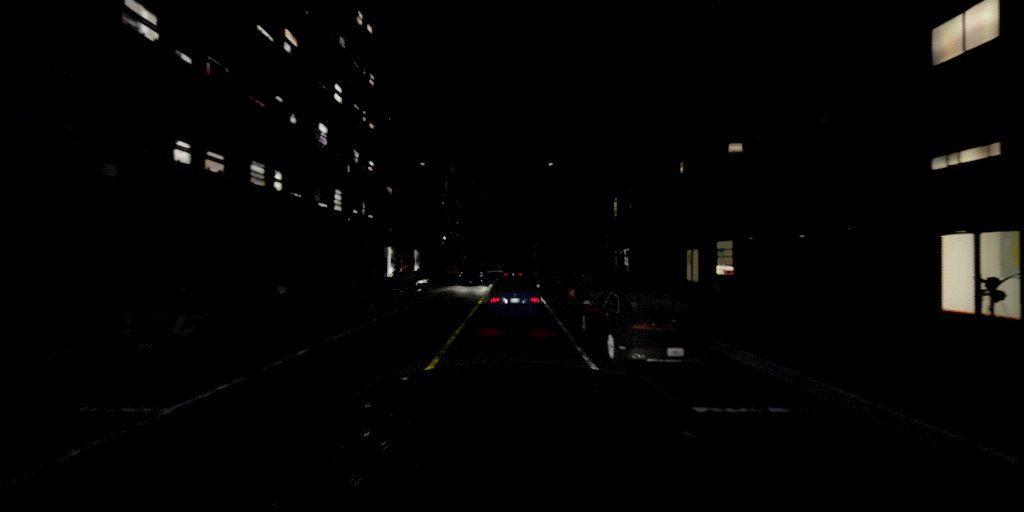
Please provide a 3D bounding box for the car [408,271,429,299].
[{"bbox_3d":[-5.690,1.494,19.463,2.007,1.370,4.403,0,0,0],"label":"car"}]

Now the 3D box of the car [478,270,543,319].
[{"bbox_3d":[0.093,1.424,13.395,2.033,1.411,5.357,0,-1,0],"label":"car"}]

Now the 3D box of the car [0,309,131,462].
[{"bbox_3d":[-5.690,1.339,2.375,1.802,1.307,4.207,0,0,0],"label":"car"}]

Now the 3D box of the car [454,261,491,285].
[{"bbox_3d":[-3.099,1.405,29.106,2.097,1.767,4.553,0,-1,0],"label":"car"}]

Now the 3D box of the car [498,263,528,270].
[{"bbox_3d":[0.099,1.631,31.829,2.033,1.411,5.357,0,-1,0],"label":"car"}]

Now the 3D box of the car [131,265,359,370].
[{"bbox_3d":[-5.690,1.133,8.071,2.192,1.841,5.009,0,0,0],"label":"car"}]

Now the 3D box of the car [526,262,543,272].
[{"bbox_3d":[2.690,1.754,42.248,2.007,1.370,4.403,0,0,0],"label":"car"}]

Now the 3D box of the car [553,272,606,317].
[{"bbox_3d":[2.691,1.320,13.766,1.967,1.591,4.097,0,0,0],"label":"car"}]

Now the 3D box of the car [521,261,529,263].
[{"bbox_3d":[2.690,1.884,53.638,1.888,1.381,4.507,0,0,0],"label":"car"}]

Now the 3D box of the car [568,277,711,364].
[{"bbox_3d":[2.691,1.369,8.070,2.007,1.370,4.403,0,0,0],"label":"car"}]

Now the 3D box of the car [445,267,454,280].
[{"bbox_3d":[-5.691,1.663,36.383,1.751,1.417,4.829,0,0,0],"label":"car"}]

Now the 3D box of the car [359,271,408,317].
[{"bbox_3d":[-5.690,1.446,13.768,1.948,1.339,4.313,0,0,0],"label":"car"}]
